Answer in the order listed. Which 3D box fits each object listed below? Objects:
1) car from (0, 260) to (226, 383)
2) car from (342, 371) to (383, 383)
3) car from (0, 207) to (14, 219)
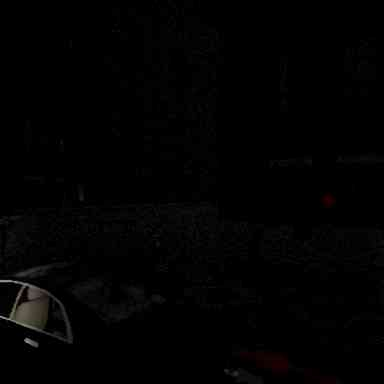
[{"bbox_3d":[-1.700,1.555,4.158,4.403,1.369,2.008,0,1,35],"label":"car"},{"bbox_3d":[2.541,1.562,1.146,4.313,1.339,1.947,0,1,35],"label":"car"},{"bbox_3d":[-17.929,1.648,28.522,1.837,1.490,4.892,-1,-1,36],"label":"car"}]
